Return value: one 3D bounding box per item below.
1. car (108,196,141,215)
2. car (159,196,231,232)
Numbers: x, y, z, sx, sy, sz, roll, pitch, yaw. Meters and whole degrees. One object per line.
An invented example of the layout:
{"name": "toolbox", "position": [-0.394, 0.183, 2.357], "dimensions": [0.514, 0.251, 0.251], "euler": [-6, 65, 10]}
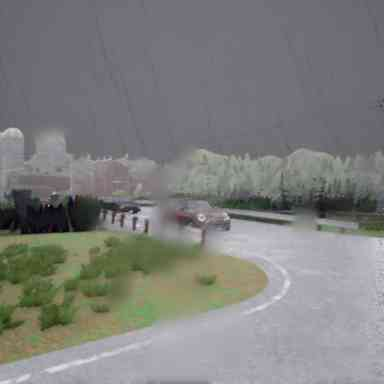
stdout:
{"name": "car", "position": [-5.962, 1.003, 26.848], "dimensions": [2.033, 1.411, 5.357], "euler": [0, 2, -34]}
{"name": "car", "position": [0.066, 1.164, 17.895], "dimensions": [2.097, 1.767, 4.553], "euler": [0, 2, -34]}
